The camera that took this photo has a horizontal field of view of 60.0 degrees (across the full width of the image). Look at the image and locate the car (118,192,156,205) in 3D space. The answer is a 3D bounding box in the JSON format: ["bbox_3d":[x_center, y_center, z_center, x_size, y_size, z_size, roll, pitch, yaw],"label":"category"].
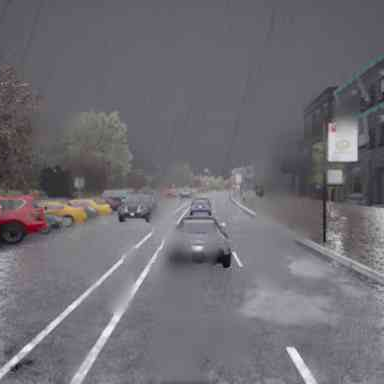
[{"bbox_3d":[-7.839,0.893,47.143,5.008,1.535,2.097,-1,1,-16],"label":"car"}]

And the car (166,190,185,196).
[{"bbox_3d":[-4.279,0.352,85.553,4.674,1.452,2.002,-1,1,-13],"label":"car"}]

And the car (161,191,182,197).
[{"bbox_3d":[-4.958,0.433,79.690,4.674,1.452,2.002,-1,1,-14],"label":"car"}]

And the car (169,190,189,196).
[{"bbox_3d":[-3.557,0.224,91.448,5.008,1.535,2.097,-1,1,-13],"label":"car"}]

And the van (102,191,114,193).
[{"bbox_3d":[-8.498,0.825,38.205,4.442,1.987,1.878,-1,1,-17],"label":"van"}]

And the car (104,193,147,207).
[{"bbox_3d":[-8.224,0.996,41.219,5.008,1.535,2.097,-1,1,-17],"label":"car"}]

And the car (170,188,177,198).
[{"bbox_3d":[-6.481,0.356,64.899,5.566,2.045,2.435,-1,1,-15],"label":"car"}]

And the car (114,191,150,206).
[{"bbox_3d":[-8.006,0.818,44.181,4.553,1.767,2.185,-1,1,-17],"label":"car"}]

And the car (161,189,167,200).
[{"bbox_3d":[-7.211,0.747,56.038,4.892,1.521,2.231,-1,1,-16],"label":"car"}]

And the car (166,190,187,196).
[{"bbox_3d":[-4.114,0.269,88.461,5.366,1.575,1.946,-1,1,-13],"label":"car"}]

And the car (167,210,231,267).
[{"bbox_3d":[0.237,1.559,11.504,1.994,1.385,4.181,0,0,1],"label":"car"}]

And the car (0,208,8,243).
[{"bbox_3d":[-9.388,1.514,11.509,4.792,1.488,2.163,-1,1,-19],"label":"car"}]

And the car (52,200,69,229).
[{"bbox_3d":[-9.235,1.421,17.473,4.892,1.521,2.231,-1,0,-19],"label":"car"}]

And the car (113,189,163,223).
[{"bbox_3d":[-3.768,1.034,24.265,2.150,2.045,5.566,0,1,2],"label":"car"}]

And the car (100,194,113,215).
[{"bbox_3d":[-9.111,1.265,26.320,5.366,1.575,1.946,-1,1,-18],"label":"car"}]

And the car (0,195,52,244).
[{"bbox_3d":[-9.330,1.206,14.480,5.566,2.045,2.435,-1,1,-19],"label":"car"}]

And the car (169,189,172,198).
[{"bbox_3d":[-6.715,0.692,61.959,4.674,1.452,2.002,-1,1,-15],"label":"car"}]

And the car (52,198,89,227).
[{"bbox_3d":[-9.136,1.372,20.440,5.008,1.535,2.097,-1,1,-18],"label":"car"}]

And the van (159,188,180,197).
[{"bbox_3d":[-5.173,0.206,76.767,4.442,1.987,1.878,-1,0,-14],"label":"van"}]

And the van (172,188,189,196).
[{"bbox_3d":[-3.298,-0.046,94.363,4.442,1.987,1.878,-1,1,-13],"label":"van"}]

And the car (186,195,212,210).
[{"bbox_3d":[0.808,1.253,30.007,2.033,1.411,5.357,0,1,3],"label":"car"}]

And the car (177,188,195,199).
[{"bbox_3d":[-1.113,0.588,64.983,1.882,1.535,5.008,0,1,6],"label":"car"}]

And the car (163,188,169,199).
[{"bbox_3d":[-6.932,0.573,58.997,4.553,1.767,2.185,-1,1,-15],"label":"car"}]

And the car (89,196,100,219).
[{"bbox_3d":[-9.074,1.194,23.404,4.553,1.767,2.185,-1,1,-18],"label":"car"}]
